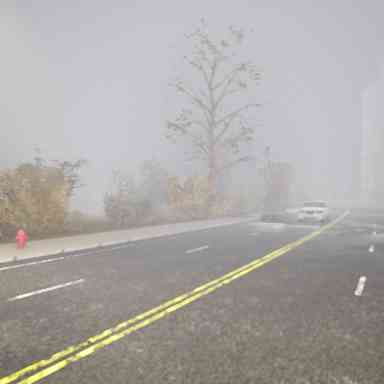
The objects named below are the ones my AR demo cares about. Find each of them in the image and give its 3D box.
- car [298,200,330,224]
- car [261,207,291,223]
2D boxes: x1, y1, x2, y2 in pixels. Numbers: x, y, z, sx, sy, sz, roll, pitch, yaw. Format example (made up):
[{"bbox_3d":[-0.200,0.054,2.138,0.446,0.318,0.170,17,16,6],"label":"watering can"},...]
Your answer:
[{"bbox_3d":[11.439,1.776,30.961,2.150,2.045,5.566,0,-2,29],"label":"car"},{"bbox_3d":[7.933,2.108,31.359,1.994,1.385,4.181,0,-1,29],"label":"car"}]
